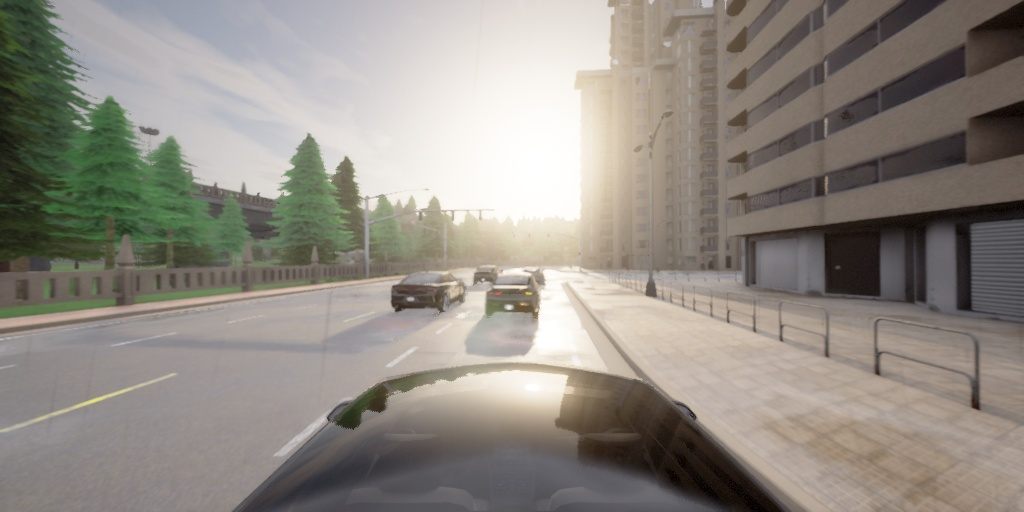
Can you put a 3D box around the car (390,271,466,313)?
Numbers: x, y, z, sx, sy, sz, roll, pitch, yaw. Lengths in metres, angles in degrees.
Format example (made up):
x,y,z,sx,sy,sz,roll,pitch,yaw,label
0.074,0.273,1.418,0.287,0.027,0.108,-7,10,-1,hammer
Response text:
x,y,z,sx,sy,sz,roll,pitch,yaw,label
-3.241,1.353,14.840,1.882,1.535,5.008,0,0,6,car

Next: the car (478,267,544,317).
x,y,z,sx,sy,sz,roll,pitch,yaw,label
0.163,1.373,13.762,1.837,1.490,4.892,0,0,6,car

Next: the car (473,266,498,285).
x,y,z,sx,sy,sz,roll,pitch,yaw,label
-1.883,1.520,29.036,1.837,1.490,4.892,0,0,6,car
